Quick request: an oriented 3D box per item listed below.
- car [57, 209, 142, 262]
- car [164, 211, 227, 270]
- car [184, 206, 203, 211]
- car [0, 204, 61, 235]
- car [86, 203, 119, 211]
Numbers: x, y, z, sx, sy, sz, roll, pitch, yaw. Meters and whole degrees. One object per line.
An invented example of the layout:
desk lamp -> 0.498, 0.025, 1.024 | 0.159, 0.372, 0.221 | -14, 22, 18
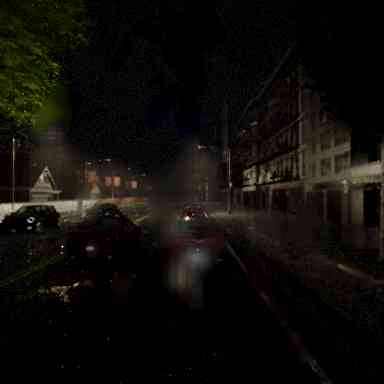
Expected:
car -> -3.151, 1.623, 12.775 | 1.882, 1.535, 5.008 | 0, -1, 0
car -> 0.099, 1.624, 11.565 | 2.128, 1.511, 4.902 | 0, -1, 0
car -> 0.096, 1.930, 29.625 | 1.895, 1.301, 4.718 | 0, -1, 0
car -> -9.851, 1.583, 20.583 | 2.097, 1.767, 4.553 | 0, -1, 0
car -> -6.598, 1.627, 24.625 | 2.097, 1.767, 4.553 | 0, -1, 0
